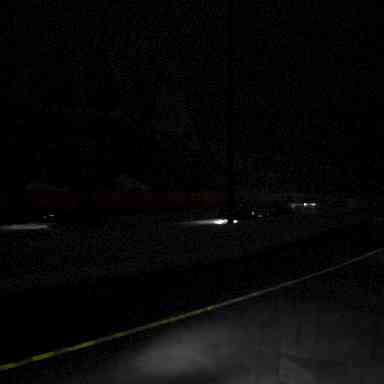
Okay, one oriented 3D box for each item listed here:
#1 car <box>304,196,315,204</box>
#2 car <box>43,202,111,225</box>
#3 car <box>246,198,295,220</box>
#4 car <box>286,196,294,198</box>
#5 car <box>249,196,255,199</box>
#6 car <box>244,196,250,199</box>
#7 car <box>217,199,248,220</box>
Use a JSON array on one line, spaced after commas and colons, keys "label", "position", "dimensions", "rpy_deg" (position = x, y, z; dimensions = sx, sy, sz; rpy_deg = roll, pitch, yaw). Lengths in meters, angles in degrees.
[{"label": "car", "position": [22.066, 1.518, 62.657], "dimensions": [2.033, 1.411, 5.357], "rpy_deg": [0, 0, 18]}, {"label": "car", "position": [-8.454, 1.522, 24.697], "dimensions": [4.892, 1.490, 1.837], "rpy_deg": [0, 0, -45]}, {"label": "car", "position": [6.301, 1.498, 25.774], "dimensions": [1.837, 1.490, 4.892], "rpy_deg": [0, 0, 36]}, {"label": "car", "position": [19.363, 1.477, 65.695], "dimensions": [1.837, 1.490, 4.892], "rpy_deg": [0, 0, 18]}, {"label": "car", "position": [9.758, 1.591, 47.402], "dimensions": [1.895, 1.301, 4.718], "rpy_deg": [0, 0, 19]}, {"label": "car", "position": [10.678, 1.516, 61.571], "dimensions": [1.812, 1.442, 4.674], "rpy_deg": [0, 0, 18]}, {"label": "car", "position": [3.872, 1.561, 28.365], "dimensions": [1.994, 1.385, 4.181], "rpy_deg": [0, 0, 35]}]
